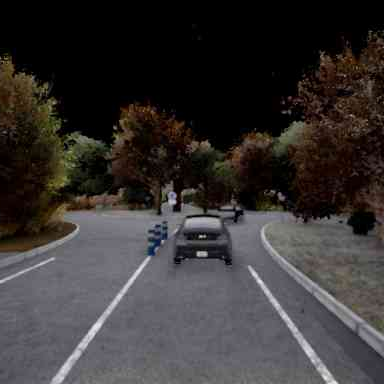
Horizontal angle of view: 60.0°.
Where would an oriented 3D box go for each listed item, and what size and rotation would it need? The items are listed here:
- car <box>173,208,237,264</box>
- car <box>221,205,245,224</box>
[{"bbox_3d":[0.426,1.542,11.920,1.837,1.490,4.892,0,0,3],"label":"car"},{"bbox_3d":[3.465,1.929,29.416,2.128,1.511,4.902,-1,-2,19],"label":"car"}]
